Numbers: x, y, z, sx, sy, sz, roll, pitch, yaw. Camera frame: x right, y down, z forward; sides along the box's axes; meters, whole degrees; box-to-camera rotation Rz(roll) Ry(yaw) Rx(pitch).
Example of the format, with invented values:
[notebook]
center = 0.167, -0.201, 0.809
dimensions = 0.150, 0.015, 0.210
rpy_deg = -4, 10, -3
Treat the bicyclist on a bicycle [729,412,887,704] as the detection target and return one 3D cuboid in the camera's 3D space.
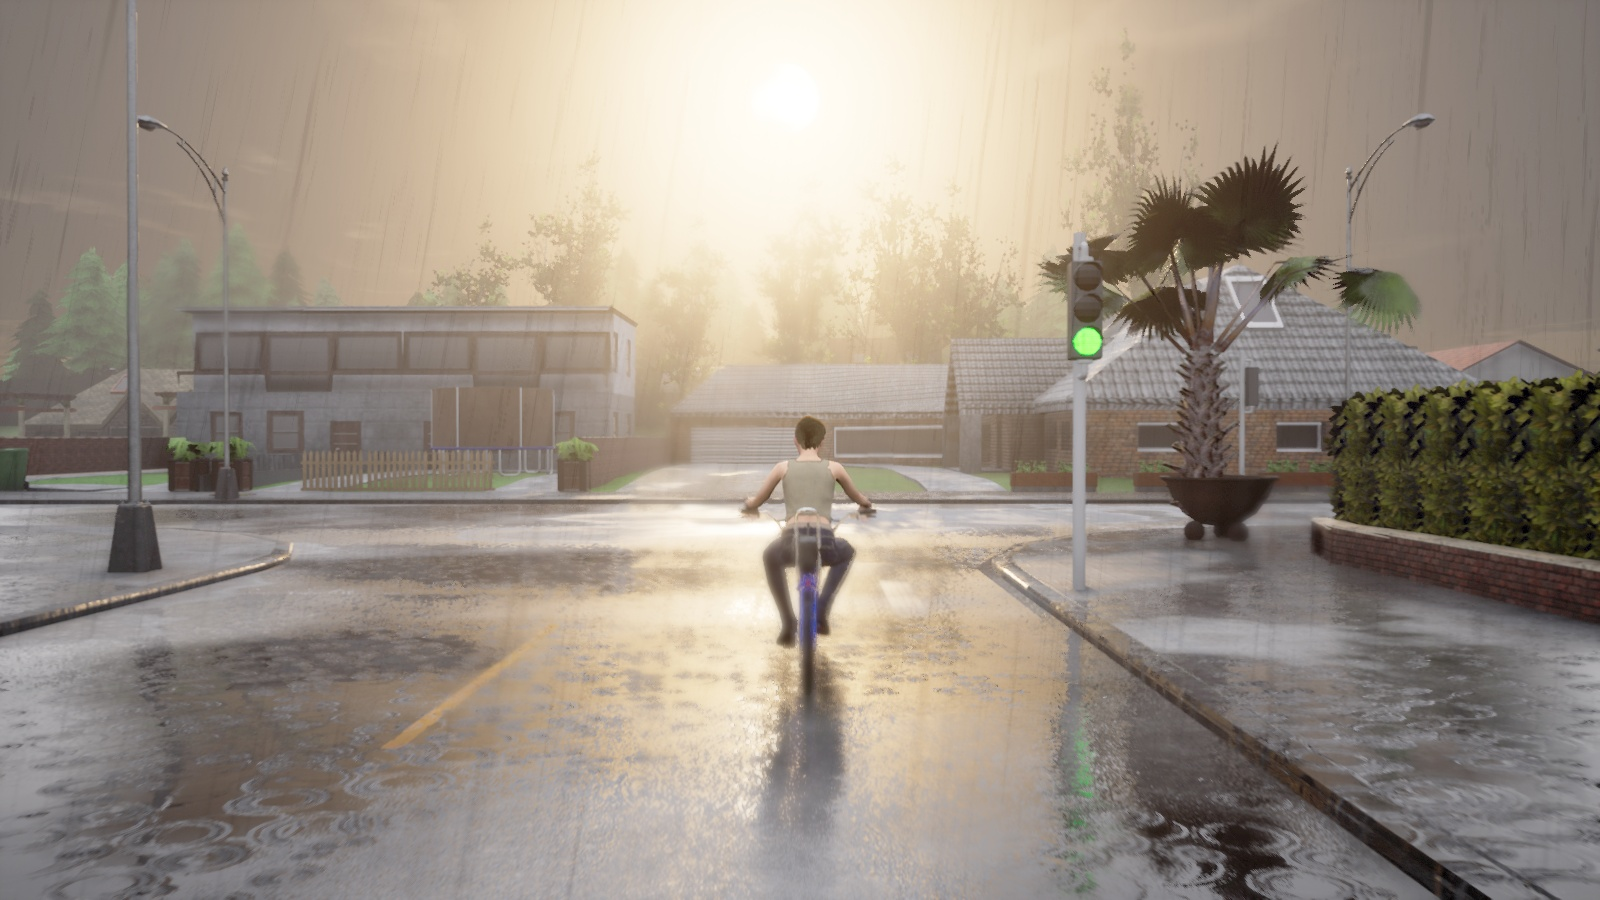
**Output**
[bicyclist on a bicycle]
center = 0.052, 0.600, 7.695
dimensions = 0.866, 1.612, 1.509
rpy_deg = 0, 0, 1
